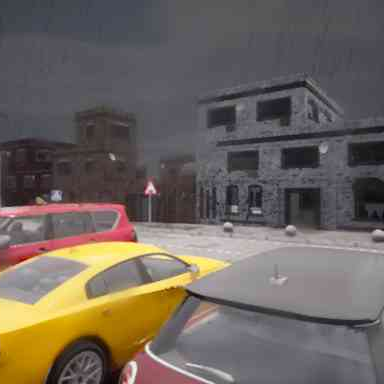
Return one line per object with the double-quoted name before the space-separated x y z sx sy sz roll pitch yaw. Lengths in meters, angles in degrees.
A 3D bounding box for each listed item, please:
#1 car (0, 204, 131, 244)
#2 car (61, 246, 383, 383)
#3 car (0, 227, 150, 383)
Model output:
"car" -3.524 1.307 6.758 2.435 2.045 5.566 -1 -1 35
"car" 1.377 1.356 3.376 2.185 1.767 4.553 -1 0 35
"car" -1.105 1.520 5.120 2.097 1.535 5.008 -1 0 35
